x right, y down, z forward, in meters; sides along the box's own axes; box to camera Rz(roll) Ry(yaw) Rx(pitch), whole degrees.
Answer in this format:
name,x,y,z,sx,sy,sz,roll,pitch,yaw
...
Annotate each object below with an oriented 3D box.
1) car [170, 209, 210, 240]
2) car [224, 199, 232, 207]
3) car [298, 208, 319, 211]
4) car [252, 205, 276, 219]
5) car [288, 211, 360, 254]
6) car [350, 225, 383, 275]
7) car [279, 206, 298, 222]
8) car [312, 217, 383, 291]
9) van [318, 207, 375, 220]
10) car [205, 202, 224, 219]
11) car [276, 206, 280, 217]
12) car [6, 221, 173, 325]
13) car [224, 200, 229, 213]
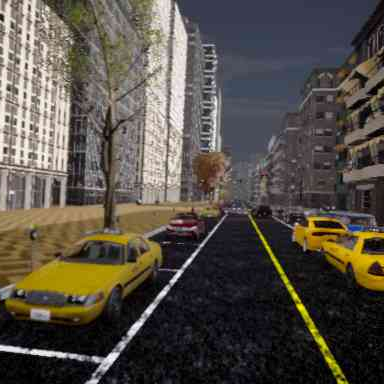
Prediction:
name,x,y,z,sx,sy,sz,roll,pitch,yaw
car,-0.274,1.772,18.380,1.802,1.307,4.206,3,-1,8
car,8.258,2.603,77.816,2.192,1.841,5.009,3,-1,8
car,8.804,2.103,22.661,1.967,1.590,4.097,3,-1,8
car,8.694,2.337,40.447,1.882,1.535,5.008,3,-1,9
car,5.973,1.929,15.531,1.882,1.535,5.008,3,-1,8
car,7.227,2.049,11.709,1.802,1.307,4.206,3,-1,8
car,10.369,2.411,33.611,2.008,1.369,4.403,3,-1,8
car,5.151,1.804,9.781,1.801,1.575,5.366,3,-1,8
van,8.023,1.907,17.186,1.690,1.788,3.998,3,-1,8
car,2.060,2.007,34.639,1.752,1.417,4.829,3,-1,8
car,11.939,2.610,44.564,2.008,1.369,4.403,3,-1,8
car,-1.866,1.518,7.260,1.752,1.417,4.829,3,-1,8
car,3.653,2.229,45.758,1.887,1.381,4.507,3,-1,8
